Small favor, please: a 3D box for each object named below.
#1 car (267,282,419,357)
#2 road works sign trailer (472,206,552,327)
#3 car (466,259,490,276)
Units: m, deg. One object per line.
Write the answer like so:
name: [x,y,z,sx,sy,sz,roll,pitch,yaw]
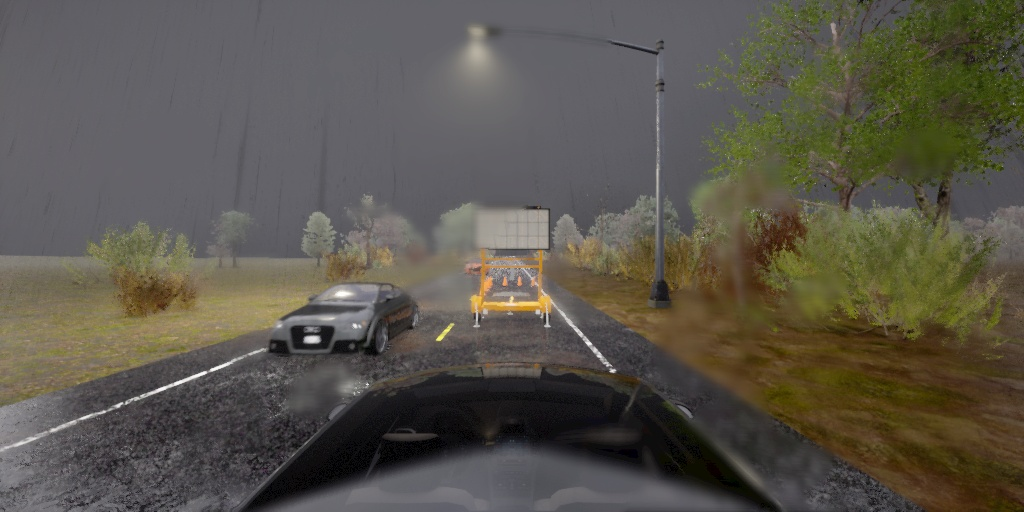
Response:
car: [-3.597,1.314,8.442,1.994,1.385,4.181,0,0,0]
road works sign trailer: [0.006,0.213,11.511,2.380,3.560,2.880,0,0,0]
car: [-3.479,1.082,37.120,2.097,1.767,4.553,0,0,0]
